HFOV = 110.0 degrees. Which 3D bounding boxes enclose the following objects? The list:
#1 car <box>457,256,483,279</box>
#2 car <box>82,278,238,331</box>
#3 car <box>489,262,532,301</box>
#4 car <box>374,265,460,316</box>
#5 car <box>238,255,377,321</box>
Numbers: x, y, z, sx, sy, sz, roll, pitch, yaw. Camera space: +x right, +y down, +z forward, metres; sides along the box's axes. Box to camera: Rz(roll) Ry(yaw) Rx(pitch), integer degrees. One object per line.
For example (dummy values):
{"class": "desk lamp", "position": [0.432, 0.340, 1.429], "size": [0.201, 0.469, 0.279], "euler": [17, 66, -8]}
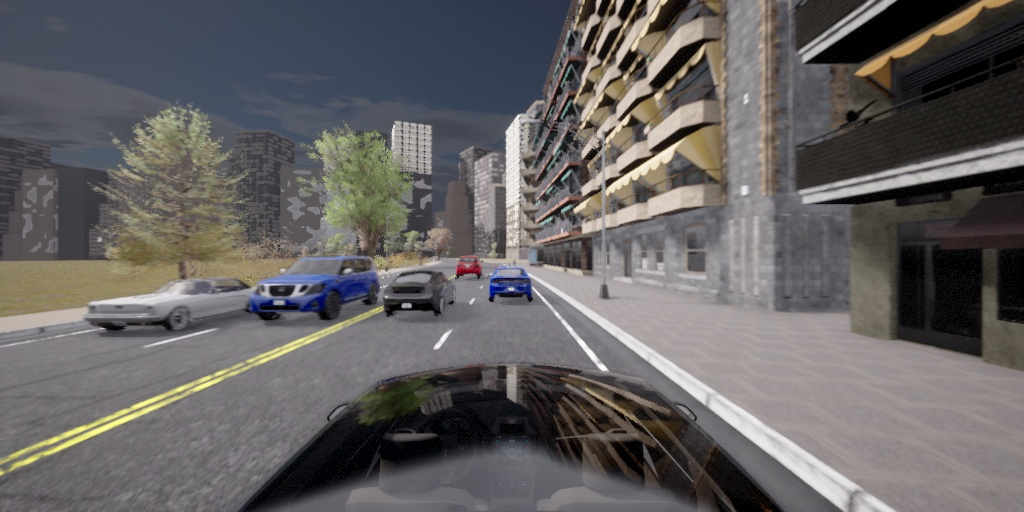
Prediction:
{"class": "car", "position": [-3.922, 0.996, 33.504], "size": [2.150, 2.045, 5.566], "euler": [0, 0, -3]}
{"class": "car", "position": [-9.866, 1.373, 11.198], "size": [1.895, 1.301, 4.718], "euler": [0, 0, 0]}
{"class": "car", "position": [-0.095, 1.235, 17.445], "size": [1.882, 1.535, 5.008], "euler": [0, 0, -1]}
{"class": "car", "position": [-3.276, 1.268, 13.440], "size": [1.837, 1.490, 4.892], "euler": [0, 0, -1]}
{"class": "car", "position": [-6.622, 0.992, 12.923], "size": [2.150, 2.045, 5.566], "euler": [0, 0, 0]}
